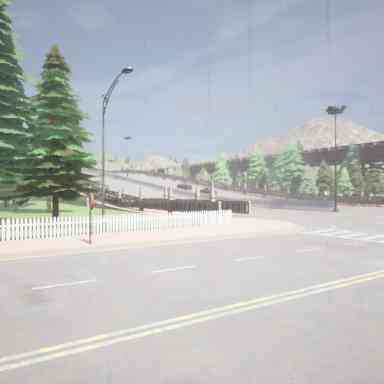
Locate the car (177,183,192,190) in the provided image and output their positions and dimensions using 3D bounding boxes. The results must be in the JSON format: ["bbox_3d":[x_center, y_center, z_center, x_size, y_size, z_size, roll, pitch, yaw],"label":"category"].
[{"bbox_3d":[-1.795,-1.376,78.239,2.128,1.511,4.902,0,7,-34],"label":"car"}]

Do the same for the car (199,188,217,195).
[{"bbox_3d":[3.467,-0.204,70.502,1.812,1.442,4.674,0,7,-34],"label":"car"}]
